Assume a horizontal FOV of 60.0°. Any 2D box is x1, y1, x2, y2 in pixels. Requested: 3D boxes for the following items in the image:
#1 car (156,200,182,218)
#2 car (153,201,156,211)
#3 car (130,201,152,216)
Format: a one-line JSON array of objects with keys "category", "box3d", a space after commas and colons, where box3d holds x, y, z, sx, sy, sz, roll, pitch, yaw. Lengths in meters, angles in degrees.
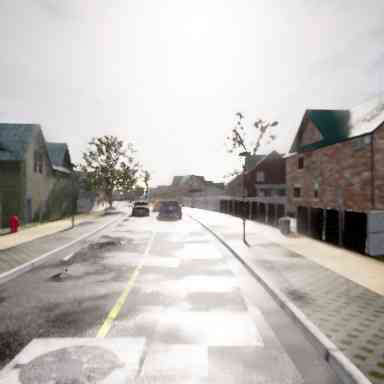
[{"category": "car", "box3d": [-2.148, 1.519, 32.038, 2.097, 1.767, 4.553, 0, -1, -7]}, {"category": "car", "box3d": [-4.283, 1.801, 45.432, 1.882, 1.535, 5.008, 0, -1, -10]}, {"category": "car", "box3d": [-5.316, 1.704, 34.871, 1.837, 1.490, 4.892, 0, -1, -7]}]
